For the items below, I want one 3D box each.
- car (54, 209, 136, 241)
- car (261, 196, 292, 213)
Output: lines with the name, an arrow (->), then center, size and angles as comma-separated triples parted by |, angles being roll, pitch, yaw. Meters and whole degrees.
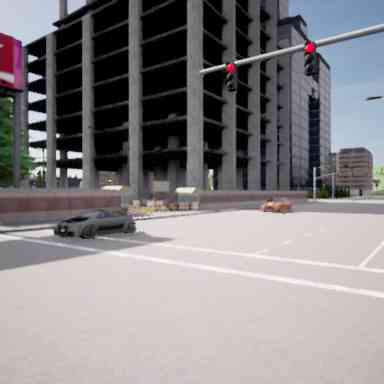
car -> -4.875, 1.605, 17.159 | 1.994, 1.385, 4.181 | 0, 0, 36
car -> 9.417, 1.385, 36.927 | 2.097, 1.767, 4.553 | 0, 0, 36
